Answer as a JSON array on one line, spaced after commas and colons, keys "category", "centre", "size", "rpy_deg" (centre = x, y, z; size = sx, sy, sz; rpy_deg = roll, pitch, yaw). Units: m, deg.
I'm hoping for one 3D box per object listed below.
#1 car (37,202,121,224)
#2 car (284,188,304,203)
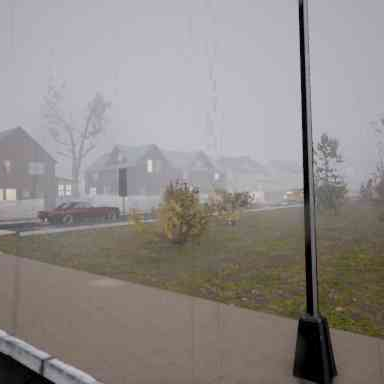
[{"category": "car", "centre": [-6.771, 1.252, 20.489], "size": [1.895, 1.301, 4.718], "rpy_deg": [-2, -1, 43]}, {"category": "car", "centre": [13.916, 0.594, 42.302], "size": [1.882, 1.535, 5.008], "rpy_deg": [-2, -1, 44]}]
